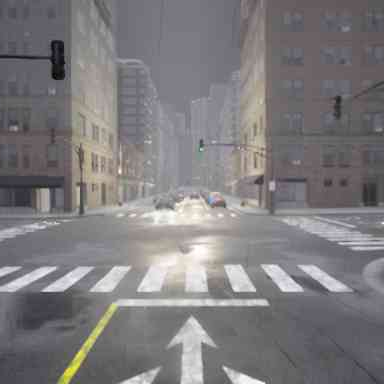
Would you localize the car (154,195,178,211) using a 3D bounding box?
[{"bbox_3d":[-2.840,1.275,35.633,1.895,1.301,4.718,0,1,1],"label":"car"}]

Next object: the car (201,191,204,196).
[{"bbox_3d":[3.274,0.906,66.044,1.802,1.307,4.206,0,1,0],"label":"car"}]

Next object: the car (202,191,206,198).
[{"bbox_3d":[3.227,0.983,60.488,1.802,1.307,4.206,0,1,0],"label":"car"}]

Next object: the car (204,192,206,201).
[{"bbox_3d":[3.129,1.076,49.382,1.887,1.381,4.507,0,1,0],"label":"car"}]

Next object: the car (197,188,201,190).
[{"bbox_3d":[0.601,0.480,76.715,1.882,1.535,5.008,0,1,0],"label":"car"}]

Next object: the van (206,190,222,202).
[{"bbox_3d":[3.081,0.930,43.830,1.690,1.788,3.998,0,1,0],"label":"van"}]

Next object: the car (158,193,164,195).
[{"bbox_3d":[-5.349,1.051,55.015,1.802,1.307,4.206,0,1,0],"label":"car"}]

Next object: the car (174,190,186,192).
[{"bbox_3d":[-2.491,0.859,66.614,2.033,1.411,5.357,0,1,1],"label":"car"}]

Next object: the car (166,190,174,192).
[{"bbox_3d":[-5.250,0.875,66.119,2.008,1.369,4.403,0,1,0],"label":"car"}]

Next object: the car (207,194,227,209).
[{"bbox_3d":[3.034,1.228,38.281,1.802,1.307,4.206,0,1,0],"label":"car"}]

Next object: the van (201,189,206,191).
[{"bbox_3d":[3.322,0.585,71.591,1.690,1.788,3.998,0,1,0],"label":"van"}]

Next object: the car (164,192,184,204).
[{"bbox_3d":[-2.677,1.059,51.354,2.033,1.411,5.357,0,1,1],"label":"car"}]

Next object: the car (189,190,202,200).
[{"bbox_3d":[0.516,0.840,66.717,1.812,1.442,4.674,0,1,0],"label":"car"}]
